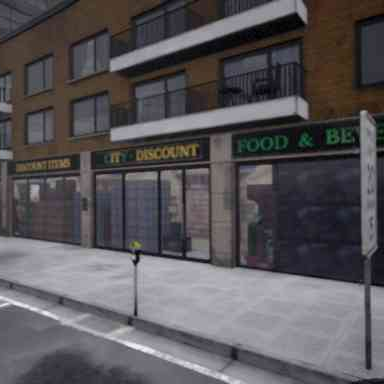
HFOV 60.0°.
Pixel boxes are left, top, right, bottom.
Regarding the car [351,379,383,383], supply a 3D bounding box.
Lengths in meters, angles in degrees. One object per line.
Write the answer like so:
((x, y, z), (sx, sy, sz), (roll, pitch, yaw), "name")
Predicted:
((2.470, 1.551, 1.048), (4.313, 1.339, 1.947), (-1, 0, 35), "car")
